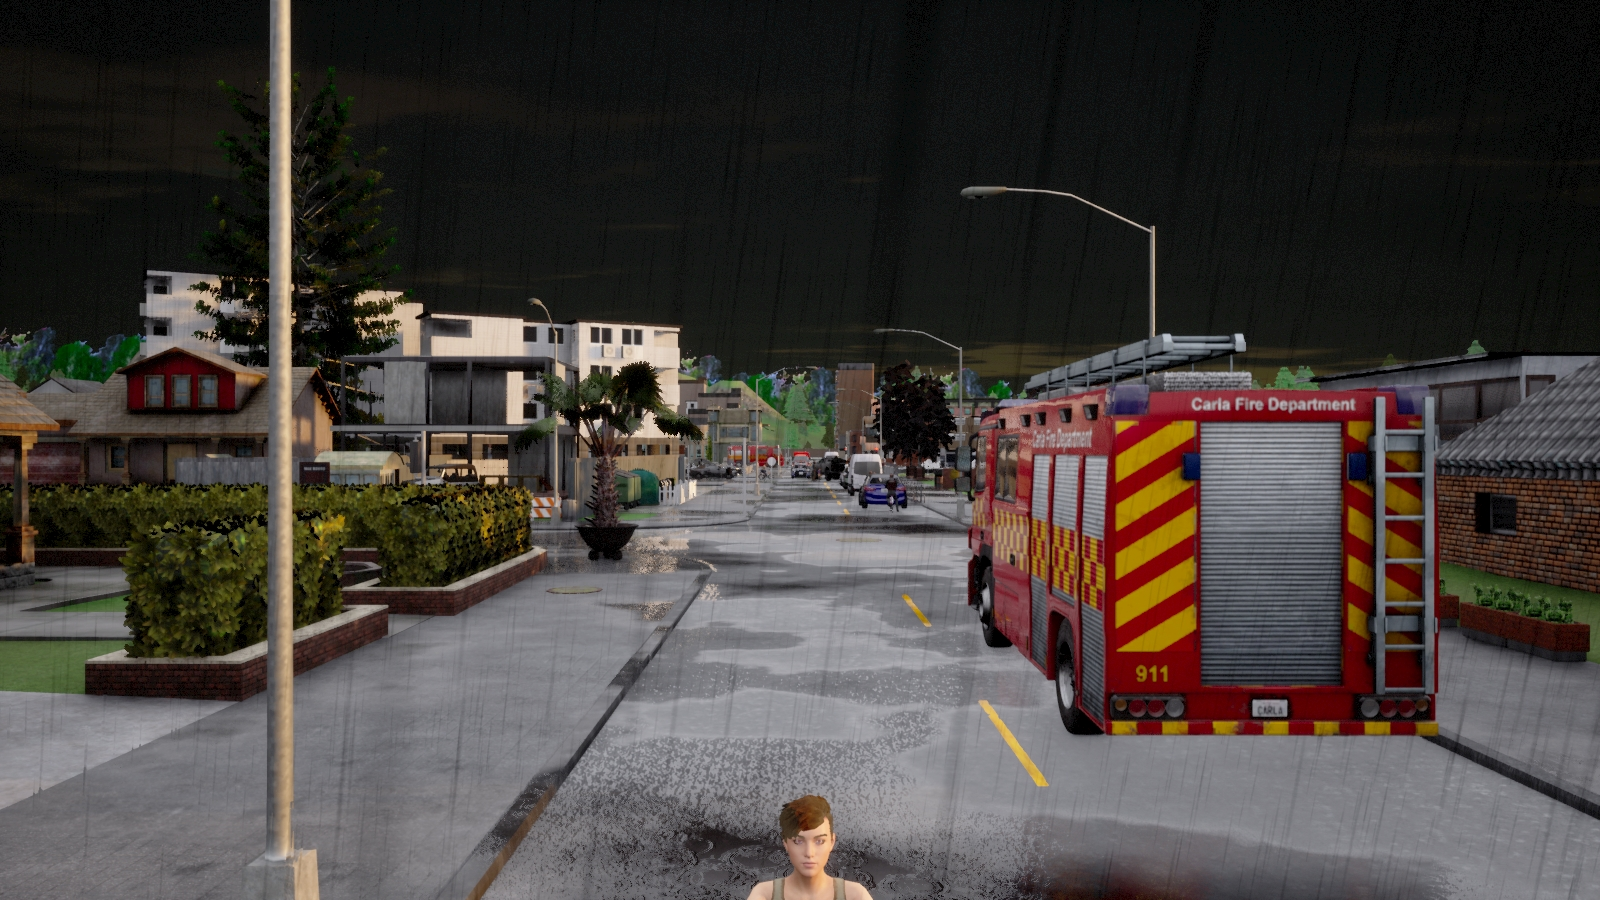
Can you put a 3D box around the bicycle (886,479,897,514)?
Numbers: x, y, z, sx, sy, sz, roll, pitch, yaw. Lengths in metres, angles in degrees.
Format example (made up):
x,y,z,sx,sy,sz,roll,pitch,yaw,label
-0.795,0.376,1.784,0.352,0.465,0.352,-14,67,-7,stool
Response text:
x,y,z,sx,sy,sz,roll,pitch,yaw,label
4.077,2.060,50.936,0.329,1.471,1.835,0,0,0,bicycle

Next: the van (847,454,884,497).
x,y,z,sx,sy,sz,roll,pitch,yaw,label
4.045,1.534,71.355,1.988,2.561,5.915,0,0,0,van

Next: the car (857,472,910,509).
x,y,z,sx,sy,sz,roll,pitch,yaw,label
4.046,1.967,56.171,2.242,1.667,4.611,0,0,0,car

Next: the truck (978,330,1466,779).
x,y,z,sx,sy,sz,roll,pitch,yaw,label
4.261,0.891,13.995,2.891,3.827,8.468,0,0,0,truck

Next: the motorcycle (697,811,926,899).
x,y,z,sx,sy,sz,roll,pitch,yaw,label
0.039,2.155,3.558,0.764,1.307,2.356,0,0,0,motorcycle

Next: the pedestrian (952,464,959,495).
x,y,z,sx,sy,sz,roll,pitch,yaw,label
9.297,1.744,68.200,0.375,1.860,0.375,0,0,0,pedestrian
